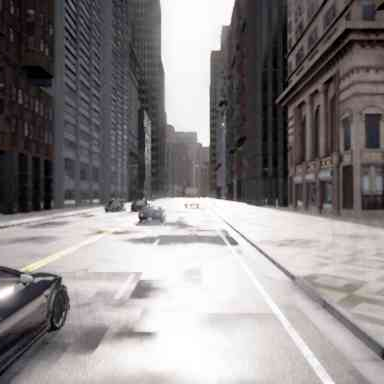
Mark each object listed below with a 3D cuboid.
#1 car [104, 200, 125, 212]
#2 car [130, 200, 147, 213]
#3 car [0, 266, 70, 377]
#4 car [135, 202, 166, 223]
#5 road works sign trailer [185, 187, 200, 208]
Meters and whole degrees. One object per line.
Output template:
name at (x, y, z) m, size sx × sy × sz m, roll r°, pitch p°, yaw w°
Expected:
car at (-9.844, 1.779, 42.612) m, size 1.837 × 1.490 × 4.892 m, roll 0°, pitch 0°, yaw 0°
car at (-6.597, 1.751, 42.282) m, size 1.882 × 1.535 × 5.008 m, roll 0°, pitch 0°, yaw 0°
car at (-3.151, 1.583, 4.237) m, size 1.994 × 1.385 × 4.181 m, roll 0°, pitch 0°, yaw 0°
car at (-3.157, 1.760, 27.265) m, size 1.895 × 1.301 × 4.718 m, roll 0°, pitch 0°, yaw 0°
road works sign trailer at (-0.013, 0.866, 57.562) m, size 2.380 × 3.560 × 2.880 m, roll 0°, pitch -1°, yaw 0°
